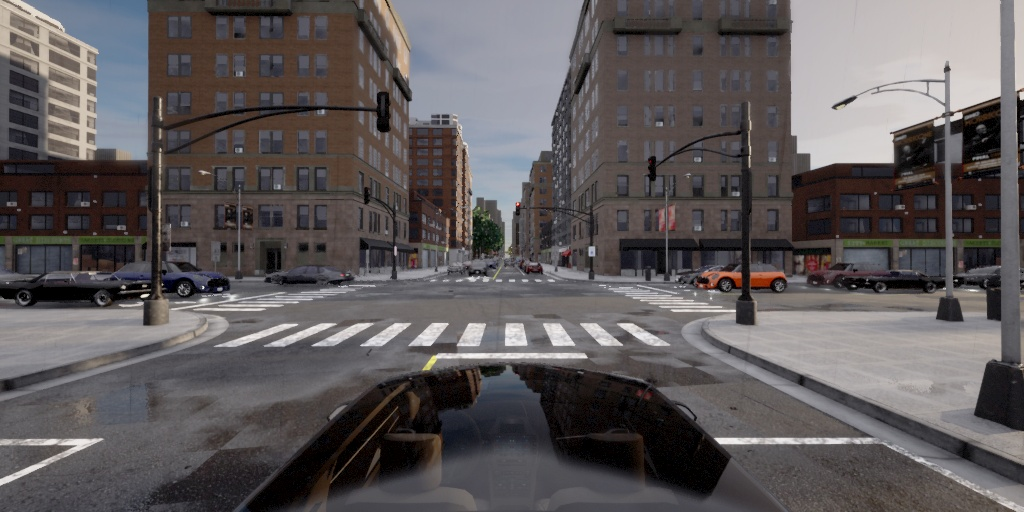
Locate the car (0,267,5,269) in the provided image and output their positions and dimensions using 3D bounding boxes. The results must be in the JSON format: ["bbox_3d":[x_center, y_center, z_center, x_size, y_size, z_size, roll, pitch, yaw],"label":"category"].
[{"bbox_3d":[-25.930,1.182,17.308,5.357,1.411,2.033,0,0,-1],"label":"car"}]

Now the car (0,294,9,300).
[{"bbox_3d":[-5.855,1.190,1.406,1.967,1.591,4.097,0,0,0],"label":"car"}]

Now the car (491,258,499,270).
[{"bbox_3d":[-3.491,1.158,53.761,2.097,1.767,4.553,0,0,-1],"label":"car"}]

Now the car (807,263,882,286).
[{"bbox_3d":[22.871,1.249,24.424,4.553,1.767,2.097,0,0,-1],"label":"car"}]

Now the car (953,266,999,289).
[{"bbox_3d":[32.755,1.447,24.500,4.892,1.490,1.837,0,0,0],"label":"car"}]

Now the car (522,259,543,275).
[{"bbox_3d":[2.438,1.324,39.865,1.888,1.381,4.507,0,0,-1],"label":"car"}]

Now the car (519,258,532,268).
[{"bbox_3d":[2.303,1.325,51.048,1.751,1.417,4.829,0,0,-1],"label":"car"}]

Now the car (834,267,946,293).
[{"bbox_3d":[22.365,1.470,21.170,4.718,1.301,1.895,0,0,-1],"label":"car"}]

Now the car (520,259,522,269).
[{"bbox_3d":[2.372,1.354,45.372,1.948,1.339,4.313,0,0,-1],"label":"car"}]

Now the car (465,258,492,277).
[{"bbox_3d":[-3.284,1.278,35.908,1.837,1.490,4.892,0,0,-1],"label":"car"}]

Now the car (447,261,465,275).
[{"bbox_3d":[-6.087,1.329,39.766,2.007,1.370,4.403,0,0,-1],"label":"car"}]

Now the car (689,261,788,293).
[{"bbox_3d":[13.379,1.181,21.095,4.553,1.767,2.097,0,0,-1],"label":"car"}]

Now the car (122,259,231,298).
[{"bbox_3d":[-16.456,1.024,17.416,4.553,1.767,2.097,0,0,-1],"label":"car"}]

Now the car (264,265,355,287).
[{"bbox_3d":[-13.274,1.283,23.702,5.357,1.411,2.033,0,0,4],"label":"car"}]

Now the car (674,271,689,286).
[{"bbox_3d":[13.677,1.348,24.363,4.902,1.511,2.128,0,0,0],"label":"car"}]

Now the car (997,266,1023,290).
[{"bbox_3d":[32.304,1.478,21.247,4.181,1.385,1.994,0,0,-1],"label":"car"}]

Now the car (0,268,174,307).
[{"bbox_3d":[-16.674,1.246,14.131,4.718,1.301,1.895,0,0,0],"label":"car"}]

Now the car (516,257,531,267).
[{"bbox_3d":[2.239,1.128,56.385,2.192,1.841,5.009,0,0,-1],"label":"car"}]
